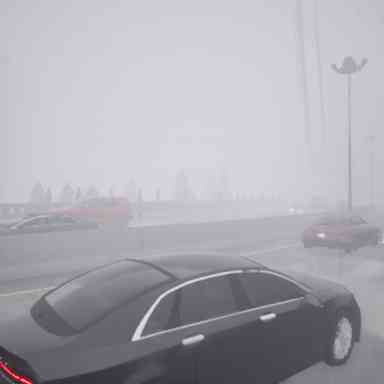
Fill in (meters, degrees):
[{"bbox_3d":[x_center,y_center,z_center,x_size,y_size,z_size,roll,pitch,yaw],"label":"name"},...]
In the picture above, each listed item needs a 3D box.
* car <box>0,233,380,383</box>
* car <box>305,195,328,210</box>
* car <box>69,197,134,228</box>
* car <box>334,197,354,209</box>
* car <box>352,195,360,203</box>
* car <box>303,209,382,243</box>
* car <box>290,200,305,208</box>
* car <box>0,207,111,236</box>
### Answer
[{"bbox_3d":[0.242,1.525,4.169,4.892,1.490,1.837,0,0,-37],"label":"car"},{"bbox_3d":[18.470,1.527,48.628,2.150,2.045,5.566,0,-1,28],"label":"car"},{"bbox_3d":[-6.443,1.337,21.451,5.566,2.045,2.150,0,0,-41],"label":"car"},{"bbox_3d":[20.137,1.769,44.331,1.837,1.490,4.892,0,0,28],"label":"car"},{"bbox_3d":[39.140,1.626,80.081,2.150,2.045,5.566,0,-1,28],"label":"car"},{"bbox_3d":[6.407,1.634,14.081,4.181,1.385,1.994,0,0,-43],"label":"car"},{"bbox_3d":[17.220,1.951,53.706,1.895,1.301,4.718,0,-1,28],"label":"car"},{"bbox_3d":[-5.990,1.555,12.861,4.902,1.511,2.128,0,0,-38],"label":"car"}]
